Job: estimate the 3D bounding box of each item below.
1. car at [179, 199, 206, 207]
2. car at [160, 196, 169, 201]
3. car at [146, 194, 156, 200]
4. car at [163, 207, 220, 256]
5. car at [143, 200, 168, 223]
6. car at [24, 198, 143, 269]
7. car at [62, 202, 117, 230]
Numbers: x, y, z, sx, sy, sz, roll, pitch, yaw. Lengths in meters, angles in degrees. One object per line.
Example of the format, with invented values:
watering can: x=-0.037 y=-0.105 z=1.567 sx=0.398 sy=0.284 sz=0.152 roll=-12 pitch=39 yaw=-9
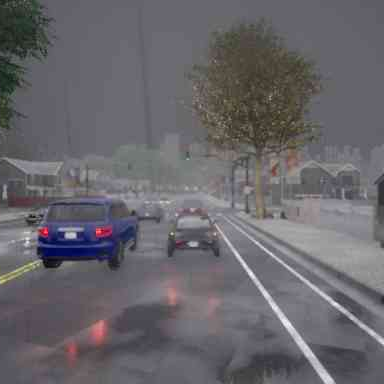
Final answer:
car: x=0.053 y=1.365 z=26.227 sx=2.097 sy=1.767 sz=4.553 roll=0 pitch=0 yaw=0
car: x=-6.526 y=1.580 z=79.388 sx=1.895 sy=1.301 sz=4.718 roll=0 pitch=0 yaw=0
car: x=-9.775 y=1.340 z=79.447 sx=2.097 sy=1.767 sz=4.553 roll=0 pitch=0 yaw=0
car: x=0.068 y=1.533 z=13.036 sx=1.812 sy=1.442 sz=4.674 roll=0 pitch=0 yaw=0
car: x=-3.198 y=1.577 z=25.835 sx=1.994 sy=1.385 sz=4.181 roll=0 pitch=0 yaw=1
car: x=-3.177 y=1.225 z=11.243 sx=2.150 sy=2.045 sz=5.566 roll=0 pitch=0 yaw=-1
car: x=-6.575 y=1.504 z=21.979 sx=2.128 sy=1.511 sz=4.902 roll=0 pitch=0 yaw=0
